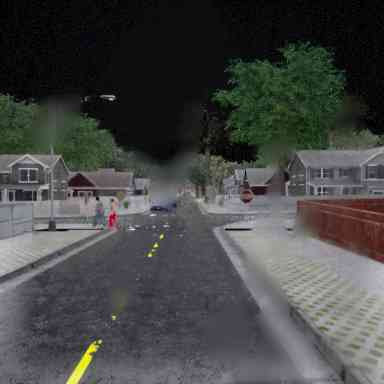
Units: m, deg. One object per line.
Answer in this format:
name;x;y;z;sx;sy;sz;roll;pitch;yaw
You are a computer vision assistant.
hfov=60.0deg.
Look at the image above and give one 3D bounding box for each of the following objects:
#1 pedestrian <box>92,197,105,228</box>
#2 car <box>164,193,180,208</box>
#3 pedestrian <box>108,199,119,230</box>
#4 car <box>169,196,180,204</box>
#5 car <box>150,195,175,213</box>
pedestrian;-5.364;1.137;19.051;0.375;1.860;0.375;0;0;-1
car;-3.304;1.204;49.160;2.150;2.045;5.566;0;0;-1
pedestrian;-4.680;1.289;19.699;0.375;1.860;0.375;0;0;-1
car;-3.386;1.499;64.332;1.812;1.442;4.674;0;0;0
car;-3.357;1.466;36.927;1.882;1.535;5.008;0;0;3
